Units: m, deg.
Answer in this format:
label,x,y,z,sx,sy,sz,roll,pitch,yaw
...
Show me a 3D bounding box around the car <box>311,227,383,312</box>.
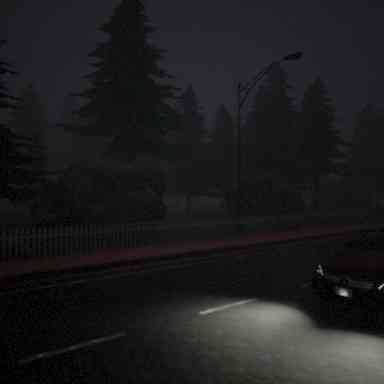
label,x,y,z,sx,sy,sz,roll,pitch,yaw
car,4.591,1.514,7.270,4.674,1.442,1.812,0,0,-36
